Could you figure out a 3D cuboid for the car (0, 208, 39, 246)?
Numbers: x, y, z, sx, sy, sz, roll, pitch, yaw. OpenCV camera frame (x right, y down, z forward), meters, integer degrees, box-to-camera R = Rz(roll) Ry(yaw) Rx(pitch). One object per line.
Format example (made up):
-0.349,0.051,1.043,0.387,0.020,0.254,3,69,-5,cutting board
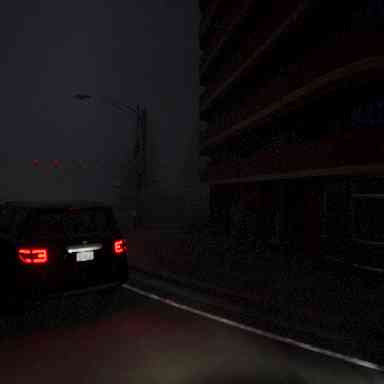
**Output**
-8.449,1.556,15.879,1.994,1.385,4.181,0,0,-26,car

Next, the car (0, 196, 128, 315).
-3.583,1.218,7.907,2.150,2.045,5.566,0,0,-40,car
